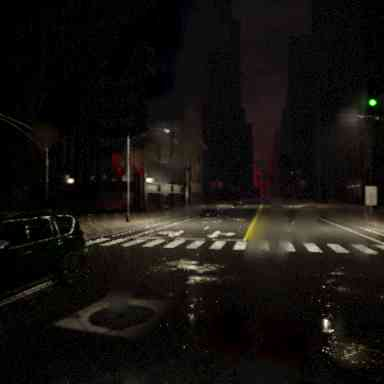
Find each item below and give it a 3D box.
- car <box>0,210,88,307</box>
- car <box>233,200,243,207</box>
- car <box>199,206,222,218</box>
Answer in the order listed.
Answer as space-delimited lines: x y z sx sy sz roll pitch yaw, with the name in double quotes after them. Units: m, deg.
-4.375 1.455 7.108 2.150 2.045 5.566 0 -1 12 "car"
10.093 2.574 72.996 1.837 1.490 4.892 0 -1 12 "car"
2.081 2.195 36.505 1.994 1.385 4.181 0 0 12 "car"
